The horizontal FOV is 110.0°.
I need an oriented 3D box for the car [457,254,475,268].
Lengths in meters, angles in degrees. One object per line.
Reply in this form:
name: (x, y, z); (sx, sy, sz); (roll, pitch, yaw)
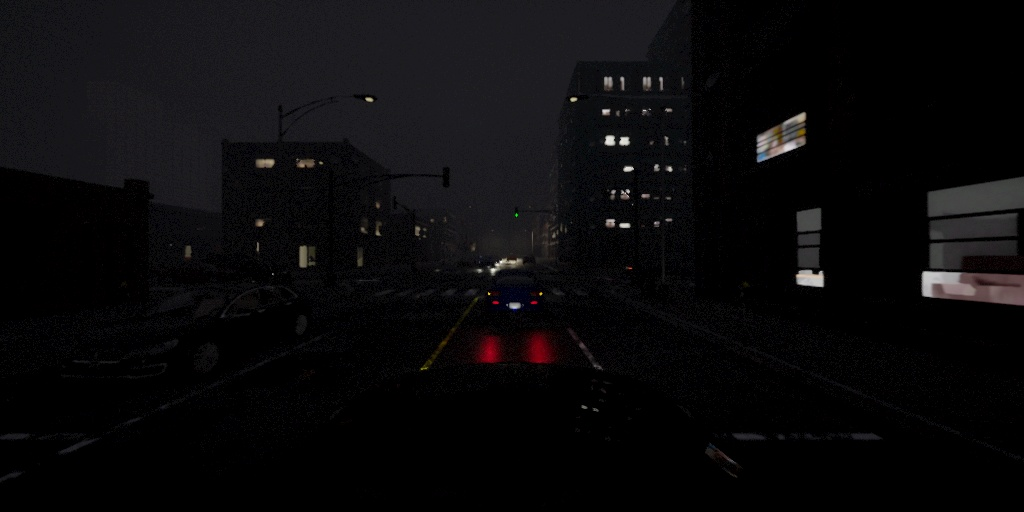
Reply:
car: (-5.782, 0.737, 45.014); (1.888, 1.381, 4.507); (0, 0, 0)

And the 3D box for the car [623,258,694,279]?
car: (10.661, 0.871, 25.180); (5.357, 1.411, 2.033); (0, 0, 5)

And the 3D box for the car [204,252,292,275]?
car: (-18.532, 0.777, 25.022); (5.566, 2.045, 2.150); (0, 0, 1)

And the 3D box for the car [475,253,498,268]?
car: (-3.101, 0.672, 44.823); (1.882, 1.535, 5.008); (0, 1, 0)

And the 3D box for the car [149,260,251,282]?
car: (-19.301, 1.097, 22.303); (4.507, 1.381, 1.888); (0, 0, 1)

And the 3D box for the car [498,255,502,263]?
car: (-3.064, 0.518, 60.459); (1.812, 1.442, 4.674); (0, 1, 0)

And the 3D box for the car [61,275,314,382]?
car: (-5.692, 1.231, 7.061); (2.007, 1.370, 4.403); (0, 0, 0)

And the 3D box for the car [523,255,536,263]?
car: (2.671, 0.484, 56.446); (1.967, 1.591, 4.097); (0, 0, 0)

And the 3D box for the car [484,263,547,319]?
car: (0.146, 1.144, 11.967); (1.812, 1.442, 4.674); (0, 1, 2)
